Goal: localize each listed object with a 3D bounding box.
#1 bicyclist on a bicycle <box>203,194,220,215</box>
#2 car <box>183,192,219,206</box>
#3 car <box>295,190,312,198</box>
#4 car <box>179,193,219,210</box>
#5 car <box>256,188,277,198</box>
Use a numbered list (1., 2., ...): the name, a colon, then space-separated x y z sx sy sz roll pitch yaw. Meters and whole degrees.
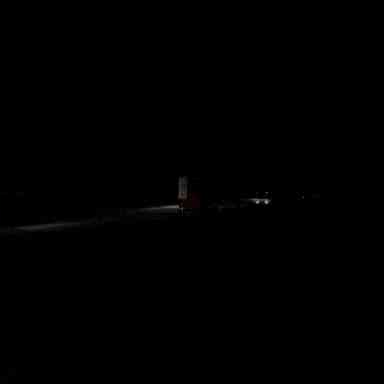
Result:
1. bicyclist on a bicycle: 1.514 0.993 26.542 1.656 1.620 0.582 0 1 35
2. car: 1.150 0.768 39.143 1.895 1.301 4.718 1 2 35
3. car: 19.684 0.256 58.858 1.994 1.385 4.181 1 2 35
4. car: 0.756 0.857 32.217 1.882 1.535 5.008 1 2 35
5. car: 12.327 0.163 54.709 2.097 1.767 4.553 1 2 35
